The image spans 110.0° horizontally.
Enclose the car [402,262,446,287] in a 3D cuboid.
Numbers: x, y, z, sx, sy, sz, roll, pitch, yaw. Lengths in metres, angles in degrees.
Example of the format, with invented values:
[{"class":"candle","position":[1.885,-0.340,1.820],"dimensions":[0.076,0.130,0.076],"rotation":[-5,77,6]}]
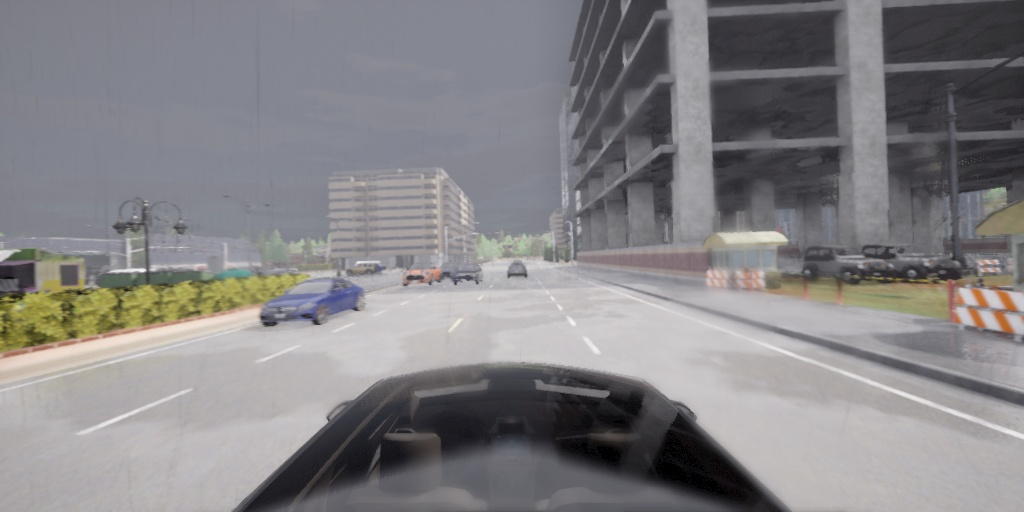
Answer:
[{"class":"car","position":[-6.709,1.236,27.097],"dimensions":[2.097,1.767,4.553],"rotation":[-2,0,1]}]

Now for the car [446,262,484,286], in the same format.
[{"class":"car","position":[-3.206,1.298,27.005],"dimensions":[2.033,1.411,5.357],"rotation":[-2,0,1]}]

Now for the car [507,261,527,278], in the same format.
[{"class":"car","position":[0.517,1.418,35.812],"dimensions":[1.994,1.385,4.181],"rotation":[-2,0,2]}]

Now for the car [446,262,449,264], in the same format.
[{"class":"car","position":[-6.540,1.455,37.004],"dimensions":[2.097,1.767,4.553],"rotation":[-2,0,1]}]

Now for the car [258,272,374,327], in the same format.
[{"class":"car","position":[-7.026,1.563,13.204],"dimensions":[1.812,1.442,4.674],"rotation":[-2,0,1]}]
